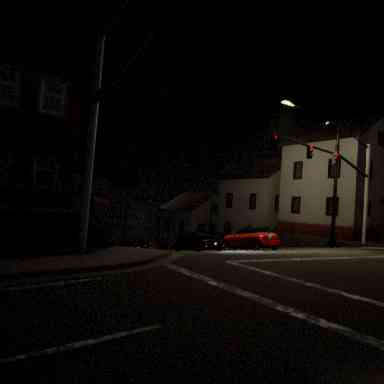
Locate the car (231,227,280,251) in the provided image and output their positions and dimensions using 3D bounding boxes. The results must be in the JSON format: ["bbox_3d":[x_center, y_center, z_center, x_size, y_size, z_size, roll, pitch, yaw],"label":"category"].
[{"bbox_3d":[4.172,3.445,24.684,2.097,1.767,4.553,6,-12,-35],"label":"car"}]

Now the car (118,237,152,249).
[{"bbox_3d":[-5.658,5.108,31.985,1.882,1.535,5.008,6,-16,-35],"label":"car"}]

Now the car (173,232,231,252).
[{"bbox_3d":[0.406,3.529,23.630,1.994,1.385,4.181,6,-12,-35],"label":"car"}]
